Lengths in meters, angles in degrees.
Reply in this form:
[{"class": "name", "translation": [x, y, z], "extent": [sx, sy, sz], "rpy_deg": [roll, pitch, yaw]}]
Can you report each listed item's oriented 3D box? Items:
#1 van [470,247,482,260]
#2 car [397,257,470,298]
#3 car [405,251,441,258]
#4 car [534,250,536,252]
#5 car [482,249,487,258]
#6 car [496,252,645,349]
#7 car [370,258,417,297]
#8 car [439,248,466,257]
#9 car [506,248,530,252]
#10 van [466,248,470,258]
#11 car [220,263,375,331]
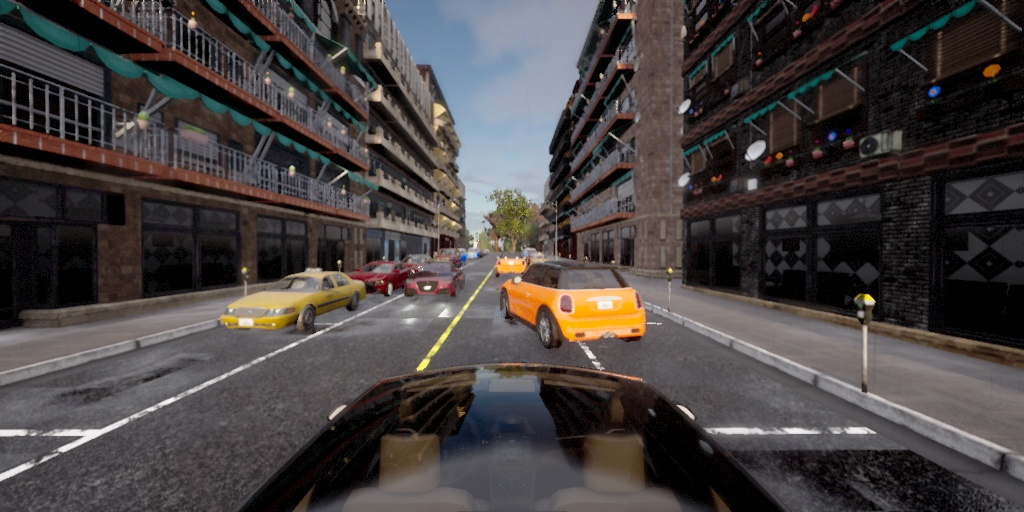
[{"class": "van", "translation": [-5.995, -0.357, 55.580], "extent": [1.690, 1.789, 3.998], "rpy_deg": [0, 0, 0]}, {"class": "car", "translation": [-3.175, 0.942, 15.422], "extent": [1.994, 1.385, 4.181], "rpy_deg": [0, 2, 0]}, {"class": "car", "translation": [-5.801, 0.650, 21.624], "extent": [1.967, 1.591, 4.097], "rpy_deg": [0, 0, 0]}, {"class": "car", "translation": [2.515, 0.435, 33.122], "extent": [1.751, 1.417, 4.829], "rpy_deg": [0, 0, 0]}, {"class": "car", "translation": [-6.027, -0.533, 61.239], "extent": [2.192, 1.841, 5.009], "rpy_deg": [0, 0, 0]}, {"class": "car", "translation": [1.177, 0.907, 8.911], "extent": [2.097, 1.767, 4.553], "rpy_deg": [0, 2, -17]}, {"class": "car", "translation": [-5.768, 0.908, 15.963], "extent": [1.888, 1.381, 4.507], "rpy_deg": [0, 0, 0]}, {"class": "car", "translation": [-5.866, 0.222, 32.943], "extent": [2.192, 1.841, 5.009], "rpy_deg": [0, 0, 0]}, {"class": "car", "translation": [-0.049, 0.459, 25.536], "extent": [2.097, 1.767, 4.553], "rpy_deg": [0, 1, 0]}, {"class": "van", "translation": [-5.898, 0.096, 38.602], "extent": [1.690, 1.789, 3.998], "rpy_deg": [0, 0, 0]}, {"class": "car", "translation": [-5.736, 1.041, 10.135], "extent": [1.751, 1.417, 4.829], "rpy_deg": [0, 0, 0]}]
